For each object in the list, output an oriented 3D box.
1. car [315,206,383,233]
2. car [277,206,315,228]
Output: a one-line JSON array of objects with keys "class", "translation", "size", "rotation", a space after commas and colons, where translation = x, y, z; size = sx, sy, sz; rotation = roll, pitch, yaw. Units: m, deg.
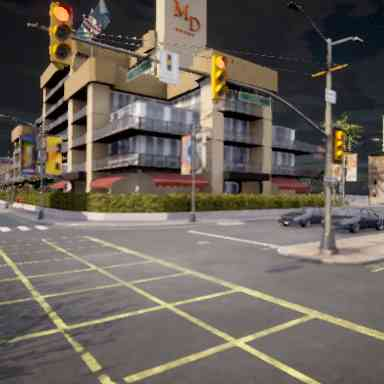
[{"class": "car", "translation": [10.516, 1.752, 21.309], "size": [5.357, 1.411, 2.033], "rotation": [1, 0, -35]}, {"class": "car", "translation": [8.622, 1.753, 24.257], "size": [5.357, 1.411, 2.033], "rotation": [1, 0, -35]}]
